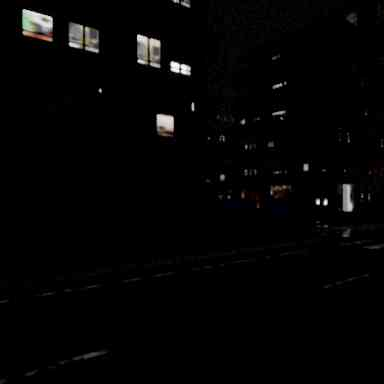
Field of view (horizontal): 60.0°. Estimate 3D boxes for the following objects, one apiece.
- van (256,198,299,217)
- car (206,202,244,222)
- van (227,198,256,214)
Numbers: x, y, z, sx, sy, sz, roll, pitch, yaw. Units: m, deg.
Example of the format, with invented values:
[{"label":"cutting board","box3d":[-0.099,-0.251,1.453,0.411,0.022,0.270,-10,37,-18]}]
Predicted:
[{"label":"van","box3d":[8.925,1.526,33.862,1.690,1.788,3.998,-1,0,-36]},{"label":"car","box3d":[2.188,1.821,28.944,1.802,1.307,4.206,-1,0,-36]},{"label":"van","box3d":[5.609,1.600,38.378,1.690,1.788,3.998,-1,0,-36]}]
